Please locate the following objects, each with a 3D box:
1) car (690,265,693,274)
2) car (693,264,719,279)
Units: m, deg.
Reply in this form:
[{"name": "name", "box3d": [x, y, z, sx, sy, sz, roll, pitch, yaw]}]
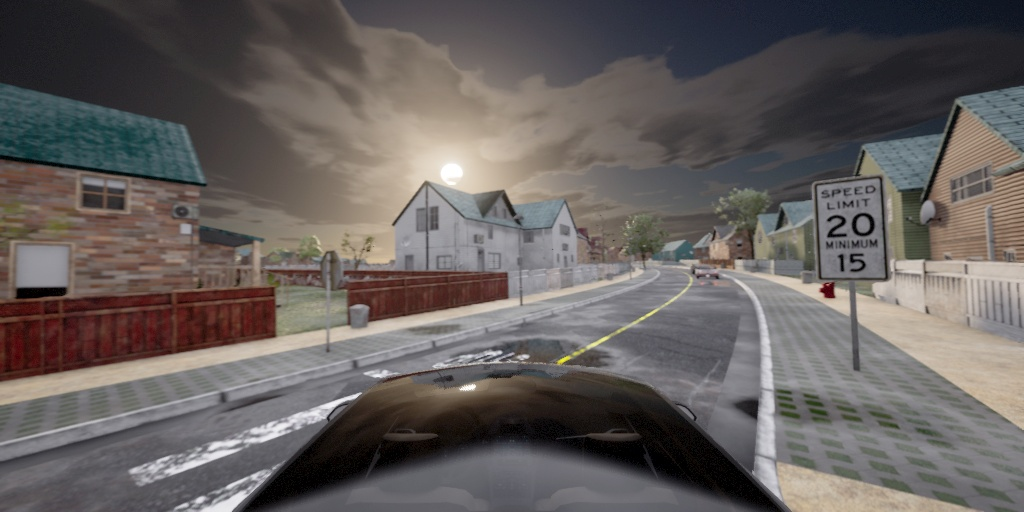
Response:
[{"name": "car", "box3d": [23.169, 1.612, 44.292, 1.895, 1.301, 4.718, -2, -1, 22]}, {"name": "car", "box3d": [18.920, 1.543, 34.850, 1.895, 1.301, 4.718, -2, -1, 26]}]
